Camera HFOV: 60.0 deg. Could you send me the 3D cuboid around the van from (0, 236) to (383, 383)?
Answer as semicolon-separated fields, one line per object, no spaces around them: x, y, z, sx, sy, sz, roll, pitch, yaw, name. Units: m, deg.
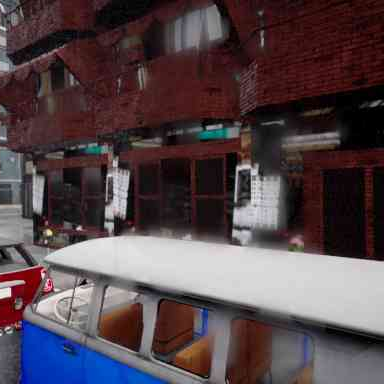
0.286;1.341;2.530;3.998;1.788;1.690;0;-1;35;van
